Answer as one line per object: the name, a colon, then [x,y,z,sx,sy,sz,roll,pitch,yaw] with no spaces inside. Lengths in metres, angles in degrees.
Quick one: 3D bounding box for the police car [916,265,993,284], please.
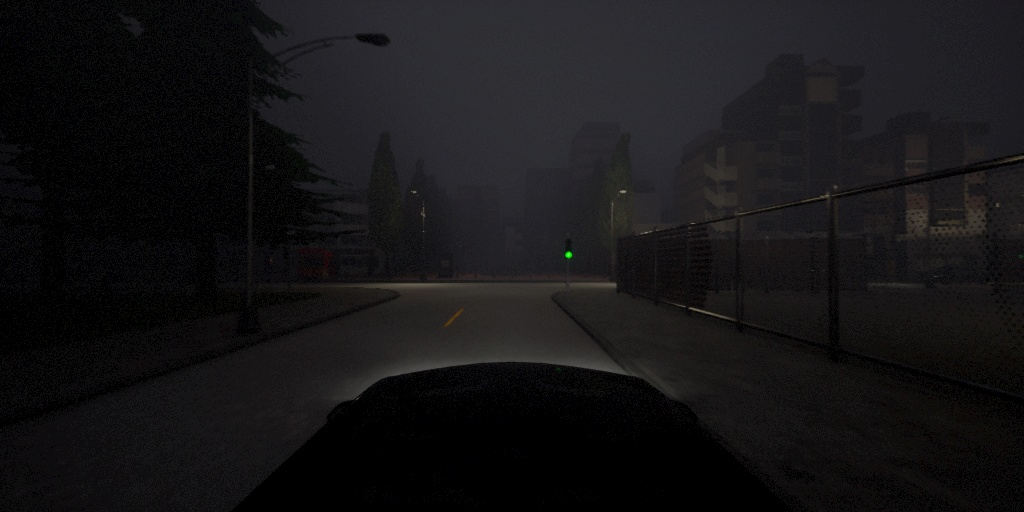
police car: [37.545,1.549,30.573,5.238,1.638,1.930,0,-1,0]
